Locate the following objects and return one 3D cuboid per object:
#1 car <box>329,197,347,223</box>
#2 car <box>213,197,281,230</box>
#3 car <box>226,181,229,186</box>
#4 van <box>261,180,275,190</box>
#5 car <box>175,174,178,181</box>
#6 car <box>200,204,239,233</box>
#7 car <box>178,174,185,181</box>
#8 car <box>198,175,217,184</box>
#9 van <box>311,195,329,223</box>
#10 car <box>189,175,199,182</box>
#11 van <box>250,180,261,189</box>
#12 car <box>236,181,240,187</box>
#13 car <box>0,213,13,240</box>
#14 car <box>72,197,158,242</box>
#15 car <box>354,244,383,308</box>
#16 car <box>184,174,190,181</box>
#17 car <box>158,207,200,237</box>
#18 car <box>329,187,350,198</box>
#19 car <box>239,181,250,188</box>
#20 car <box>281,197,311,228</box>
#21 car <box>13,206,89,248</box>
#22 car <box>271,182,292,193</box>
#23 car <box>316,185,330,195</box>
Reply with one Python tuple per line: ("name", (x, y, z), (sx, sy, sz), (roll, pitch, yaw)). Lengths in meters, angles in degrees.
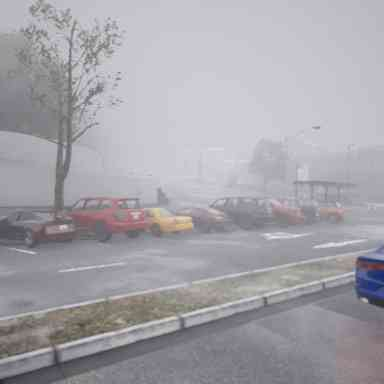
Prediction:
("car", (10.064, 1.525, 27.104), (4.553, 1.767, 2.185), (-1, -1, 35))
("car", (2.589, 1.338, 22.000), (5.566, 2.045, 2.435), (-1, -1, 35))
("car", (9.571, -2.046, 77.815), (2.002, 1.452, 4.674), (7, 3, 35))
("van", (16.417, -1.221, 67.809), (1.878, 1.987, 4.442), (7, 3, 35))
("car", (-2.626, -4.092, 94.908), (2.435, 2.045, 5.566), (1, -2, 35))
("car", (0.156, 1.608, 20.249), (4.674, 1.452, 2.002), (-1, -1, 35))
("car", (-0.862, -3.815, 92.555), (2.185, 1.767, 4.553), (4, 1, 34))
("car", (4.490, -2.904, 85.342), (1.946, 1.575, 5.366), (7, 3, 34))
("van", (7.650, 1.403, 25.361), (4.442, 1.987, 1.878), (-1, -1, 35))
("car", (2.647, -3.428, 87.608), (2.435, 2.045, 5.566), (7, 3, 34))
("van", (14.696, -1.494, 70.286), (1.878, 1.987, 4.442), (7, 3, 35))
("car", (11.305, -1.773, 75.347), (2.002, 1.452, 4.674), (7, 3, 35))
("car", (-9.654, 1.491, 13.329), (4.892, 1.521, 2.231), (-1, -1, 35))
("car", (-4.779, 1.276, 16.808), (5.566, 2.045, 2.435), (-1, -1, 35))
("car", (5.414, 1.531, 6.957), (5.008, 1.535, 1.882), (0, 0, -35))
("car", (0.860, -3.580, 90.079), (2.185, 1.767, 4.553), (6, 2, 34))
("car", (-2.455, 1.547, 18.628), (5.366, 1.575, 1.946), (-1, -1, 35))
("car", (25.037, 0.406, 55.560), (2.002, 1.452, 4.674), (7, 3, 35))
("car", (13.129, -1.540, 73.021), (1.946, 1.575, 5.366), (7, 3, 35))
("car", (5.107, 1.358, 23.698), (5.566, 2.045, 2.435), (-1, -1, 35))
("car", (-7.229, 1.537, 15.069), (4.792, 1.488, 2.163), (-1, -1, 35))
("car", (18.168, -0.722, 65.440), (2.231, 1.521, 4.892), (7, 3, 35))
("car", (23.356, -0.156, 58.038), (2.435, 2.045, 5.566), (7, 3, 35))
